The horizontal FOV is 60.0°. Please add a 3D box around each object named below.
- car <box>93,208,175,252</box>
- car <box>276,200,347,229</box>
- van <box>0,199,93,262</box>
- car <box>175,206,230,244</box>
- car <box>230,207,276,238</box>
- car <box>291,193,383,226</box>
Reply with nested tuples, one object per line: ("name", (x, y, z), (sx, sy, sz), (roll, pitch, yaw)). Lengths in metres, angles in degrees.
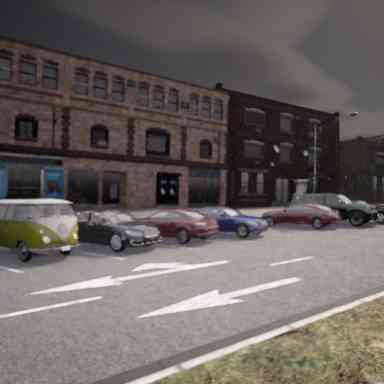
("car", (-3.435, 1.447, 13.617), (4.892, 1.521, 2.231), (-1, -1, 35))
("car", (6.600, 1.406, 20.342), (4.674, 1.452, 2.002), (-1, 0, 37))
("van", (-5.820, 1.238, 11.828), (4.442, 1.987, 1.878), (-1, -1, 35))
("car", (-0.937, 1.466, 15.312), (4.674, 1.452, 2.002), (-1, 0, 36))
("car", (1.565, 1.446, 17.011), (4.674, 1.452, 2.002), (-1, -1, 36))
("car", (9.156, 1.095, 21.983), (5.566, 2.045, 2.435), (-1, -1, 37))
